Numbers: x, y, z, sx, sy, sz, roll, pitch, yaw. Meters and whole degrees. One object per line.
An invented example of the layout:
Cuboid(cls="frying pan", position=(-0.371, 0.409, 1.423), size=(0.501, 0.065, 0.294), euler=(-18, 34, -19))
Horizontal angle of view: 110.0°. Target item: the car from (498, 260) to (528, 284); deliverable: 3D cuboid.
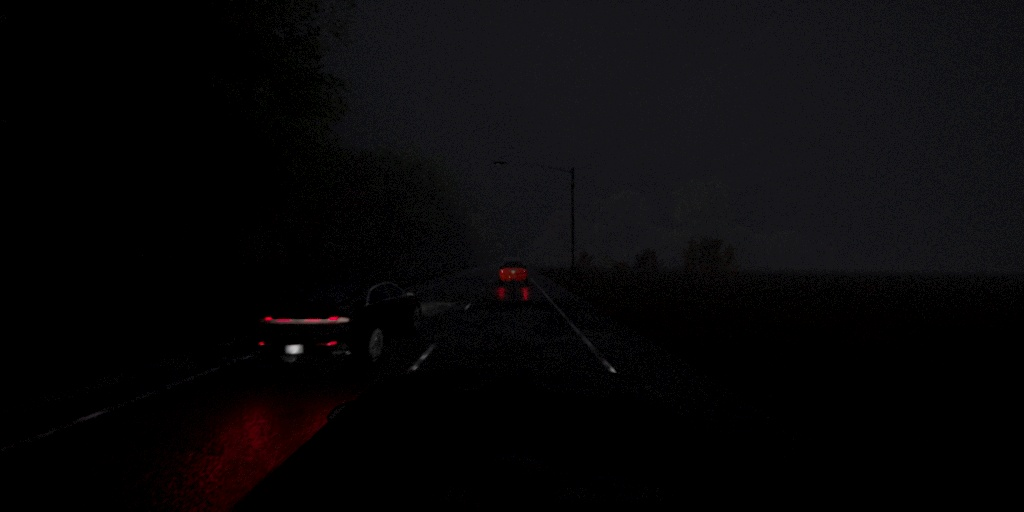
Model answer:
Cuboid(cls="car", position=(0.087, 1.117, 26.977), size=(2.097, 1.767, 4.553), euler=(0, 0, 0))

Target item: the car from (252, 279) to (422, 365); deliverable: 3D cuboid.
Cuboid(cls="car", position=(-3.404, 1.245, 8.026), size=(2.128, 1.511, 4.902), euler=(0, 0, 0))
